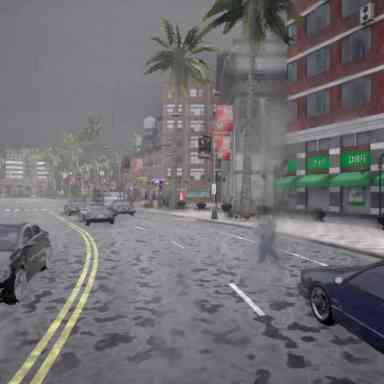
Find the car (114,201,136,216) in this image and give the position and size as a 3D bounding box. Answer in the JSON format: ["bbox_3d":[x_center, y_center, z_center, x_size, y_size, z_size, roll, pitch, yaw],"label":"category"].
[{"bbox_3d":[-6.973,1.547,31.825,2.033,1.411,5.357,0,0,-28],"label":"car"}]

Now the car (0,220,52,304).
[{"bbox_3d":[-4.690,1.491,8.010,2.128,1.511,4.902,0,0,-13],"label":"car"}]

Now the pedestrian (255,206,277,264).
[{"bbox_3d":[2.293,1.294,10.310,0.375,1.860,0.375,0,0,-13],"label":"pedestrian"}]

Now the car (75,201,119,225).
[{"bbox_3d":[-6.960,1.564,24.016,1.994,1.385,4.181,0,0,-26],"label":"car"}]

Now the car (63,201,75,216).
[{"bbox_3d":[-11.501,1.547,32.934,2.033,1.411,5.357,0,0,-27],"label":"car"}]

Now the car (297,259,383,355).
[{"bbox_3d":[3.289,1.547,4.174,2.033,1.411,5.357,0,0,-8],"label":"car"}]
